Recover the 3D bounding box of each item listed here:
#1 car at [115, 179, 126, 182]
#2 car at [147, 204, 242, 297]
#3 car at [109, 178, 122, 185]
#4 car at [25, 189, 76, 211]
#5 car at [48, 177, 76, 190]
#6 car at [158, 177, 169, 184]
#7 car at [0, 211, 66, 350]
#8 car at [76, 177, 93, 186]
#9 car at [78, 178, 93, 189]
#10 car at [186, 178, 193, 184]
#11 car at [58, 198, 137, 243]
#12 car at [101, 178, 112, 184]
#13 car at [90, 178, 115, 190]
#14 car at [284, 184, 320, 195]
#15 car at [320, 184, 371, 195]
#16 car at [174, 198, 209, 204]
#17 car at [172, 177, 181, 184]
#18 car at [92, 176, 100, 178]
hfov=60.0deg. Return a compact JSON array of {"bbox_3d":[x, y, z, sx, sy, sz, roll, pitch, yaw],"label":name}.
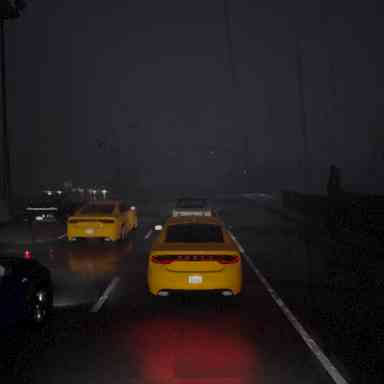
[{"bbox_3d":[-14.517,-1.619,63.262,1.882,1.535,5.008,0,3,0],"label":"car"},{"bbox_3d":[0.045,1.316,8.386,1.882,1.535,5.008,0,2,0],"label":"car"},{"bbox_3d":[-18.090,-2.416,78.803,2.128,1.511,4.902,0,3,0],"label":"car"},{"bbox_3d":[-7.022,0.863,17.674,2.128,1.511,4.902,0,3,0],"label":"car"},{"bbox_3d":[-21.485,-1.398,54.405,2.150,2.045,5.566,0,3,0],"label":"car"},{"bbox_3d":[-7.645,-2.818,86.046,2.128,1.511,4.902,0,3,0],"label":"car"},{"bbox_3d":[-3.426,1.313,3.878,2.097,1.767,4.553,0,1,0],"label":"car"},{"bbox_3d":[-21.492,-1.661,64.259,2.128,1.511,4.902,0,3,0],"label":"car"},{"bbox_3d":[-18.004,-1.323,58.672,1.812,1.442,4.674,0,3,0],"label":"car"},{"bbox_3d":[-0.649,-2.831,86.559,2.128,1.511,4.902,0,3,0],"label":"car"},{"bbox_3d":[-3.493,1.059,13.756,1.882,1.535,5.008,0,3,0],"label":"car"},{"bbox_3d":[-21.633,-2.721,84.352,1.812,1.442,4.674,0,3,0],"label":"car"},{"bbox_3d":[-14.452,-1.088,53.961,1.837,1.490,4.892,0,3,-1],"label":"car"},{"bbox_3d":[13.813,-0.303,41.396,4.718,1.301,1.895,0,3,2],"label":"car"},{"bbox_3d":[17.672,-0.215,37.770,4.902,1.511,2.128,0,3,2],"label":"car"},{"bbox_3d":[-0.021,0.970,17.831,1.895,1.301,4.718,0,3,0],"label":"car"},{"bbox_3d":[-4.146,-2.868,86.070,1.882,1.535,5.008,0,3,0],"label":"car"},{"bbox_3d":[-21.555,-2.464,74.143,2.150,2.045,5.566,0,3,0],"label":"car"}]
